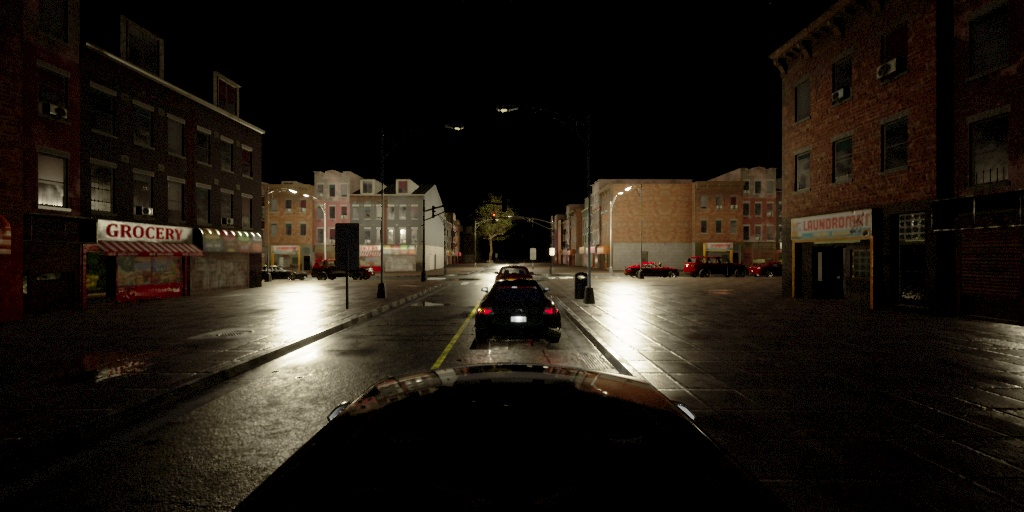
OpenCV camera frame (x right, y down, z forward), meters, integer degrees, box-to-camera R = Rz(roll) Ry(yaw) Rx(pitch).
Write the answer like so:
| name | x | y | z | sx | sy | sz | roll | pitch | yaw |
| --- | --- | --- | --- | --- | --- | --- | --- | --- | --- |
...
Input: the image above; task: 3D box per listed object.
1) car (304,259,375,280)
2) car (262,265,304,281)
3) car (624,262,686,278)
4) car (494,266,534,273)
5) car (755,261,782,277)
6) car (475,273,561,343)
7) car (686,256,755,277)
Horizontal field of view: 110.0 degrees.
| name | x | y | z | sx | sy | sz | roll | pitch | yaw |
| --- | --- | --- | --- | --- | --- | --- | --- | --- | --- |
| car | -14.451 | 1.180 | 30.685 | 5.009 | 1.841 | 2.192 | 0 | 0 | 0 |
| car | -19.877 | 1.473 | 30.677 | 4.313 | 1.339 | 1.948 | 0 | 0 | 0 |
| car | 11.957 | 1.217 | 30.723 | 4.507 | 1.381 | 1.888 | 0 | 0 | 0 |
| car | 0.106 | 1.236 | 18.612 | 1.882 | 1.535 | 5.008 | 0 | 0 | 0 |
| car | 22.825 | 1.141 | 30.739 | 4.507 | 1.381 | 1.888 | 0 | 0 | 0 |
| car | 0.110 | 1.316 | 9.648 | 1.994 | 1.385 | 4.181 | 0 | 0 | -1 |
| car | 17.391 | 0.948 | 30.731 | 5.009 | 1.841 | 2.192 | 0 | 0 | 0 |
